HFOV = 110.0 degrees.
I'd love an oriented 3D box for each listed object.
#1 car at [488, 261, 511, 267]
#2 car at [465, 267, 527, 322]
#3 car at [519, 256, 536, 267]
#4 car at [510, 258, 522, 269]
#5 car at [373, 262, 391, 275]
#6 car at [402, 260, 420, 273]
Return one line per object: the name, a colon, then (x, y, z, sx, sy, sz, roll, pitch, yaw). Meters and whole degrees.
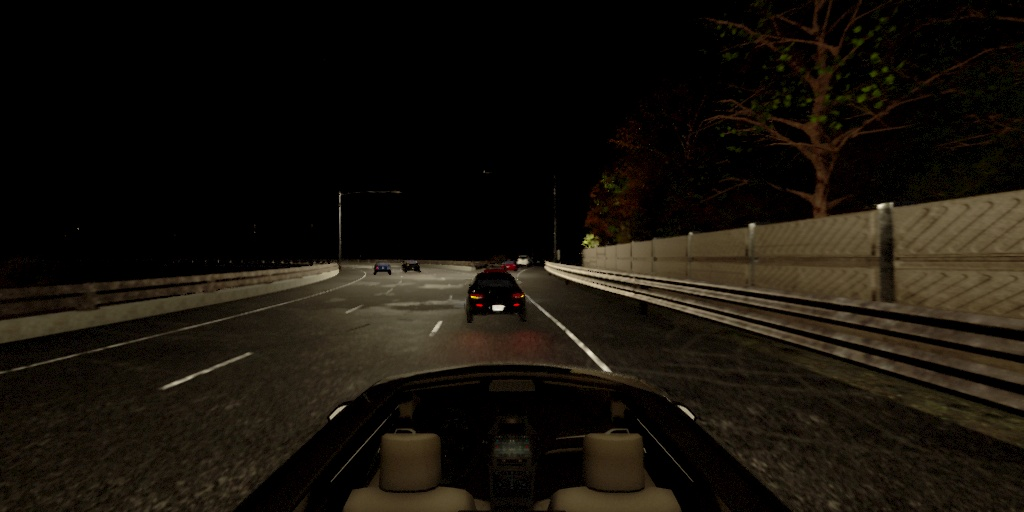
car: (-1.248, 1.348, 30.214, 1.895, 1.301, 4.718, 0, 0, 0)
car: (-0.612, 1.275, 12.238, 1.812, 1.442, 4.674, 0, 0, -6)
car: (2.357, 0.960, 64.289, 2.150, 2.045, 5.566, 0, 0, 11)
car: (-0.221, 1.302, 46.322, 1.994, 1.385, 4.181, 0, 0, 6)
car: (-14.855, 1.341, 41.095, 2.033, 1.411, 5.357, 0, 0, -22)
car: (-12.685, 1.277, 44.850, 2.128, 1.511, 4.902, 0, 0, -23)
